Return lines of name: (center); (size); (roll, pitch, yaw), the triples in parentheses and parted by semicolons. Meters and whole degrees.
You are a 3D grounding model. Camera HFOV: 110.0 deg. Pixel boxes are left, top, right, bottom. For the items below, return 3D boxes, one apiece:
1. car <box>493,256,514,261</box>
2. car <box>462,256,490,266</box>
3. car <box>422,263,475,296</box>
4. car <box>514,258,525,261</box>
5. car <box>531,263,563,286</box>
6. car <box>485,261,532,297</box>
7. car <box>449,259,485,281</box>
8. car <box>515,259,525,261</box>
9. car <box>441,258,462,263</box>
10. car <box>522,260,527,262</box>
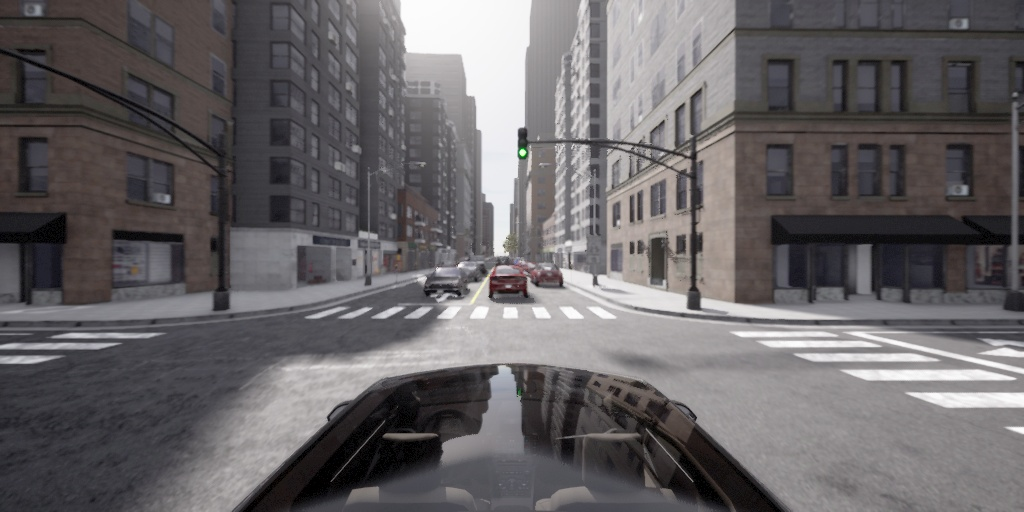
car: (-1.273, 0.997, 50.725); (2.150, 2.045, 5.566); (0, 0, -2)
car: (-3.965, 0.979, 40.351); (2.150, 2.045, 5.566); (0, 0, -2)
car: (-3.416, 1.302, 19.553); (2.033, 1.411, 5.357); (0, 0, -1)
car: (1.510, 1.330, 53.225); (1.888, 1.381, 4.507); (0, 0, -2)
car: (2.352, 1.203, 24.969); (1.967, 1.591, 4.097); (0, 0, -2)
car: (-0.230, 1.236, 18.853); (1.882, 1.535, 5.008); (0, 0, -2)
car: (-3.651, 1.247, 29.770); (2.128, 1.511, 4.902); (0, 0, -2)
car: (1.679, 1.354, 47.573); (1.802, 1.307, 4.207); (0, 0, -2)
car: (-6.507, 1.192, 36.028); (1.967, 1.591, 4.097); (0, 0, -2)
car: (2.015, 1.347, 36.274); (1.802, 1.307, 4.207); (0, 0, -2)
